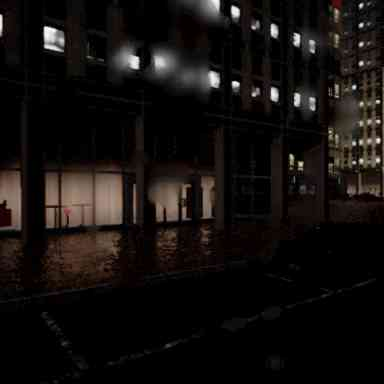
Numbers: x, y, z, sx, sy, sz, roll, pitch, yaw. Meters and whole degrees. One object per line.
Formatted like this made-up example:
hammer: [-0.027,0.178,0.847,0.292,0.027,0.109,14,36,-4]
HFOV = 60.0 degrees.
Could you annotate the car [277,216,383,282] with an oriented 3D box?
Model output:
car: [4.362,1.537,9.689,4.313,1.339,1.947,0,0,-36]

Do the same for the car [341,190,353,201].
car: [25.196,0.572,57.294,2.192,1.841,5.009,1,0,-36]

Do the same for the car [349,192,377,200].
car: [31.957,0.802,62.238,1.802,1.307,4.206,1,1,-36]

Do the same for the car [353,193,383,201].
car: [28.444,0.946,52.771,1.802,1.307,4.206,1,0,-36]

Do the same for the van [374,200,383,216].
van: [8.954,1.294,12.977,3.998,1.788,1.690,0,0,-36]
